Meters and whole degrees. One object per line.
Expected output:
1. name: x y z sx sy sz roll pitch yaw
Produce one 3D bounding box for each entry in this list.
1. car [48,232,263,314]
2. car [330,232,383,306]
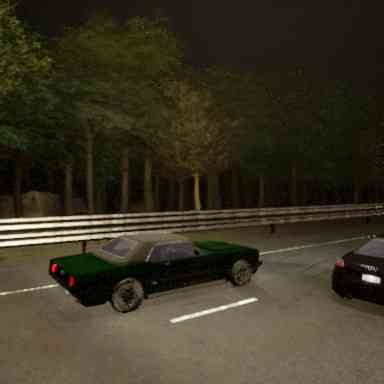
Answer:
1. car: -0.588 1.598 7.624 4.718 1.301 1.895 0 0 -36
2. car: 4.915 1.558 7.255 4.181 1.385 1.994 0 0 -35
